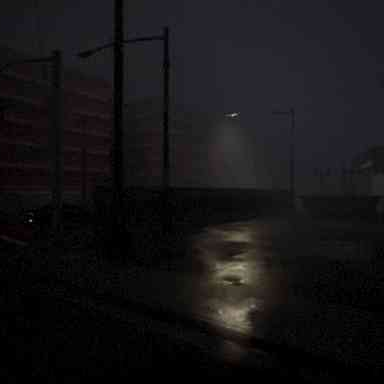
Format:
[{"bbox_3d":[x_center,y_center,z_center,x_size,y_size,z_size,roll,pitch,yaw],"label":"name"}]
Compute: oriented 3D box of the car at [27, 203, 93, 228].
[{"bbox_3d":[-8.374,1.497,22.253,1.837,1.490,4.892,0,0,37],"label":"car"}]
